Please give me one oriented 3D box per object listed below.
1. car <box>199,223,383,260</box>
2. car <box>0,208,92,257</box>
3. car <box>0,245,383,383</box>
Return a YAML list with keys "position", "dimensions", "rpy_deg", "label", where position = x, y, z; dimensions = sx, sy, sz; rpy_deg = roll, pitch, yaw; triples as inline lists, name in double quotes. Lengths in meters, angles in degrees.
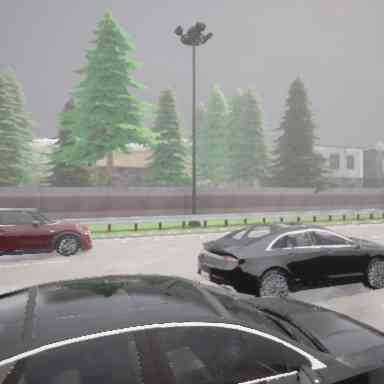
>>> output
- position: [2.490, 1.477, 7.726]
  dimensions: [4.902, 1.511, 2.128]
  rpy_deg: [0, 0, -23]
  label: "car"
- position: [-5.924, 1.350, 11.715]
  dimensions: [4.553, 1.767, 2.097]
  rpy_deg: [0, 0, -23]
  label: "car"
- position: [-0.289, 1.502, 2.713]
  dimensions: [4.892, 1.490, 1.837]
  rpy_deg: [0, 0, -23]
  label: "car"
